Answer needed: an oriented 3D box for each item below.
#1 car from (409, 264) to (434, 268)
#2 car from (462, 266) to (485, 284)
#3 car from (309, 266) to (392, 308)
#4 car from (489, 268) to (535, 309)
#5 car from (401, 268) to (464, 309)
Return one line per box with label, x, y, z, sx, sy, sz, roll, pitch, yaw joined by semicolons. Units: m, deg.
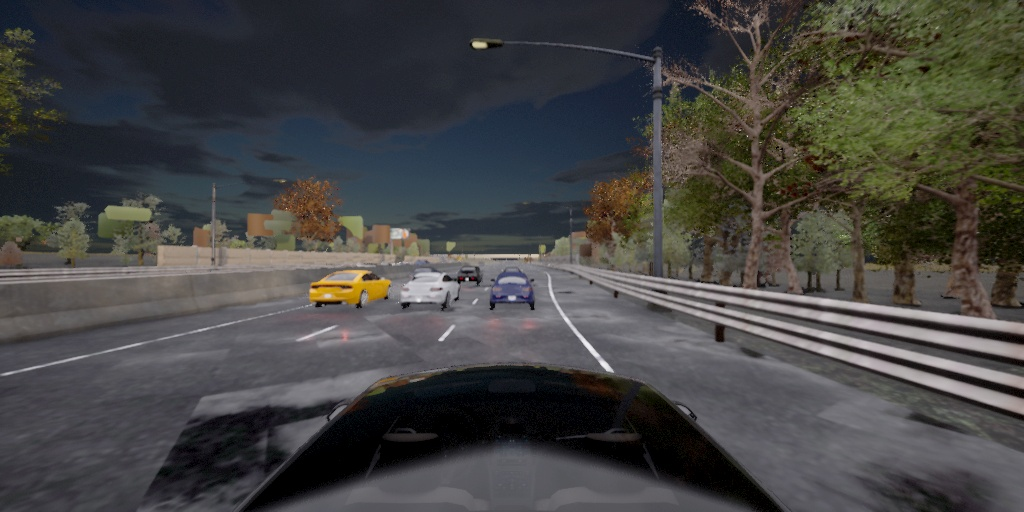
car;-6.990;1.600;29.370;2.033;1.411;5.357;0;-1;0
car;-3.477;1.570;30.354;1.837;1.490;4.892;0;0;1
car;-6.971;1.381;16.089;1.882;1.535;5.008;0;0;1
car;0.027;1.425;15.743;1.812;1.442;4.674;0;0;1
car;-3.473;1.426;15.745;1.812;1.442;4.674;0;0;1
